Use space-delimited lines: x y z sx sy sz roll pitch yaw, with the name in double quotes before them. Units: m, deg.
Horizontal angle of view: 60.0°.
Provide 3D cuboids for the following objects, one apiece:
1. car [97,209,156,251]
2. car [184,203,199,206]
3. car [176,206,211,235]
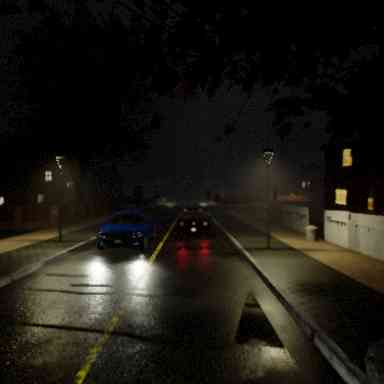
"car" -2.756 1.579 14.848 1.882 1.535 5.008 0 0 0
"car" 0.086 1.812 33.069 1.994 1.385 4.181 0 -1 -1
"car" 0.092 1.739 19.890 1.895 1.301 4.718 0 -1 0
